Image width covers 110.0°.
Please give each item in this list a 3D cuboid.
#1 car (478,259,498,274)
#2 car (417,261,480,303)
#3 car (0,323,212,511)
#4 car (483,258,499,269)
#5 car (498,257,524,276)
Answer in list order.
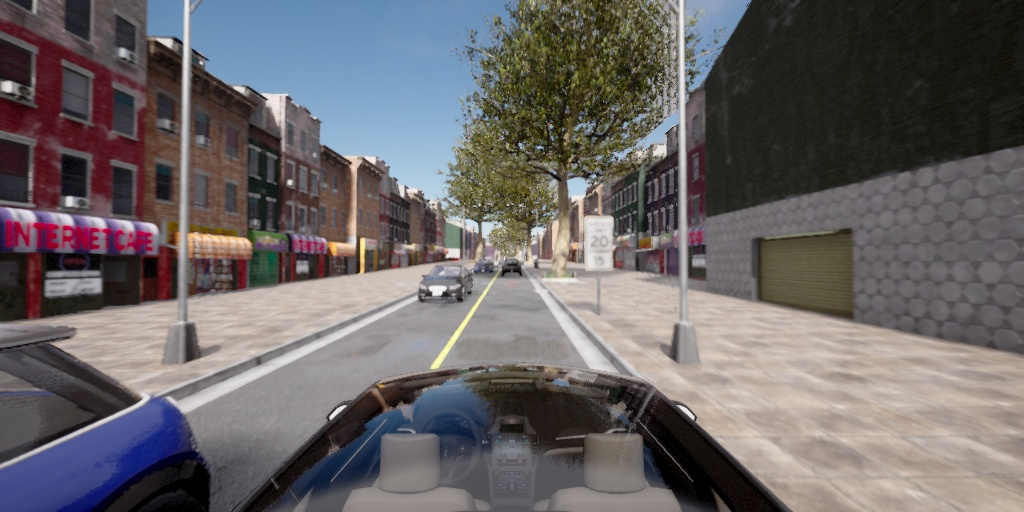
[{"bbox_3d":[-2.765,1.015,36.794,2.033,1.411,5.357,0,1,0],"label":"car"},{"bbox_3d":[-2.853,1.148,16.158,2.128,1.511,4.902,0,1,0],"label":"car"},{"bbox_3d":[-2.850,1.103,0.188,2.097,1.767,4.553,0,0,0],"label":"car"},{"bbox_3d":[-2.769,1.019,48.569,1.895,1.301,4.718,0,0,0],"label":"car"},{"bbox_3d":[-0.005,1.003,32.791,1.837,1.490,4.892,0,1,0],"label":"car"}]
